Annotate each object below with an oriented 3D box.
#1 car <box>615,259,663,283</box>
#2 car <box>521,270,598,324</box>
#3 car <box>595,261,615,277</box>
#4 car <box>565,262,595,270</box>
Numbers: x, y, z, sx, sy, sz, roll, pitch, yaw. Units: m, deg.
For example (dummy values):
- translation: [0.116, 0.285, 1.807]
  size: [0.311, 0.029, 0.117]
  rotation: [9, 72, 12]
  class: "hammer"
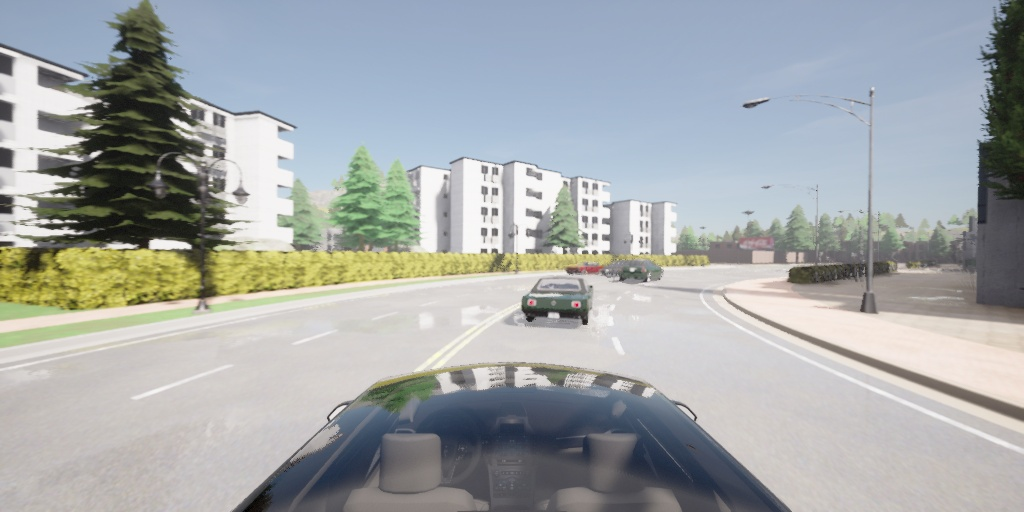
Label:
- translation: [10.017, 1.041, 27.589]
  size: [2.097, 1.767, 4.553]
  rotation: [1, 1, 38]
  class: "car"
- translation: [1.710, 1.311, 11.875]
  size: [1.895, 1.301, 4.718]
  rotation: [1, 0, 15]
  class: "car"
- translation: [10.174, 1.157, 33.245]
  size: [4.902, 1.511, 2.128]
  rotation: [0, 0, -44]
  class: "car"
- translation: [7.258, 1.231, 35.320]
  size: [4.718, 1.301, 1.895]
  rotation: [0, 0, -45]
  class: "car"
